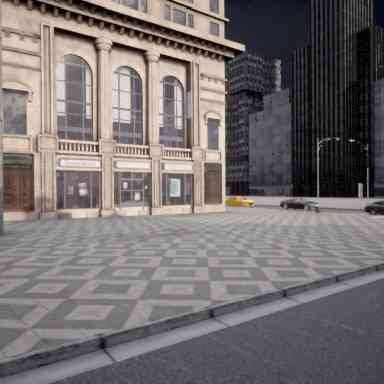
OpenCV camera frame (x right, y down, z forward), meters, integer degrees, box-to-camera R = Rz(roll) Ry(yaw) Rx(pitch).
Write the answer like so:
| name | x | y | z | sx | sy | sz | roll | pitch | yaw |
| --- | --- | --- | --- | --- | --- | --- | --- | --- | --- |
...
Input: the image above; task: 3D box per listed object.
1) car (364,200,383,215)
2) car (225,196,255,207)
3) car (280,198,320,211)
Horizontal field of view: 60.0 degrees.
| name | x | y | z | sx | sy | sz | roll | pitch | yaw |
| --- | --- | --- | --- | --- | --- | --- | --- | --- | --- |
| car | 18.133 | 1.478 | 30.169 | 1.812 | 1.442 | 4.674 | -1 | 0 | -34 |
| car | 6.680 | 1.372 | 47.062 | 1.882 | 1.535 | 5.008 | -1 | 1 | -34 |
| car | 12.460 | 1.415 | 38.513 | 2.128 | 1.511 | 4.902 | -1 | 0 | -34 |
